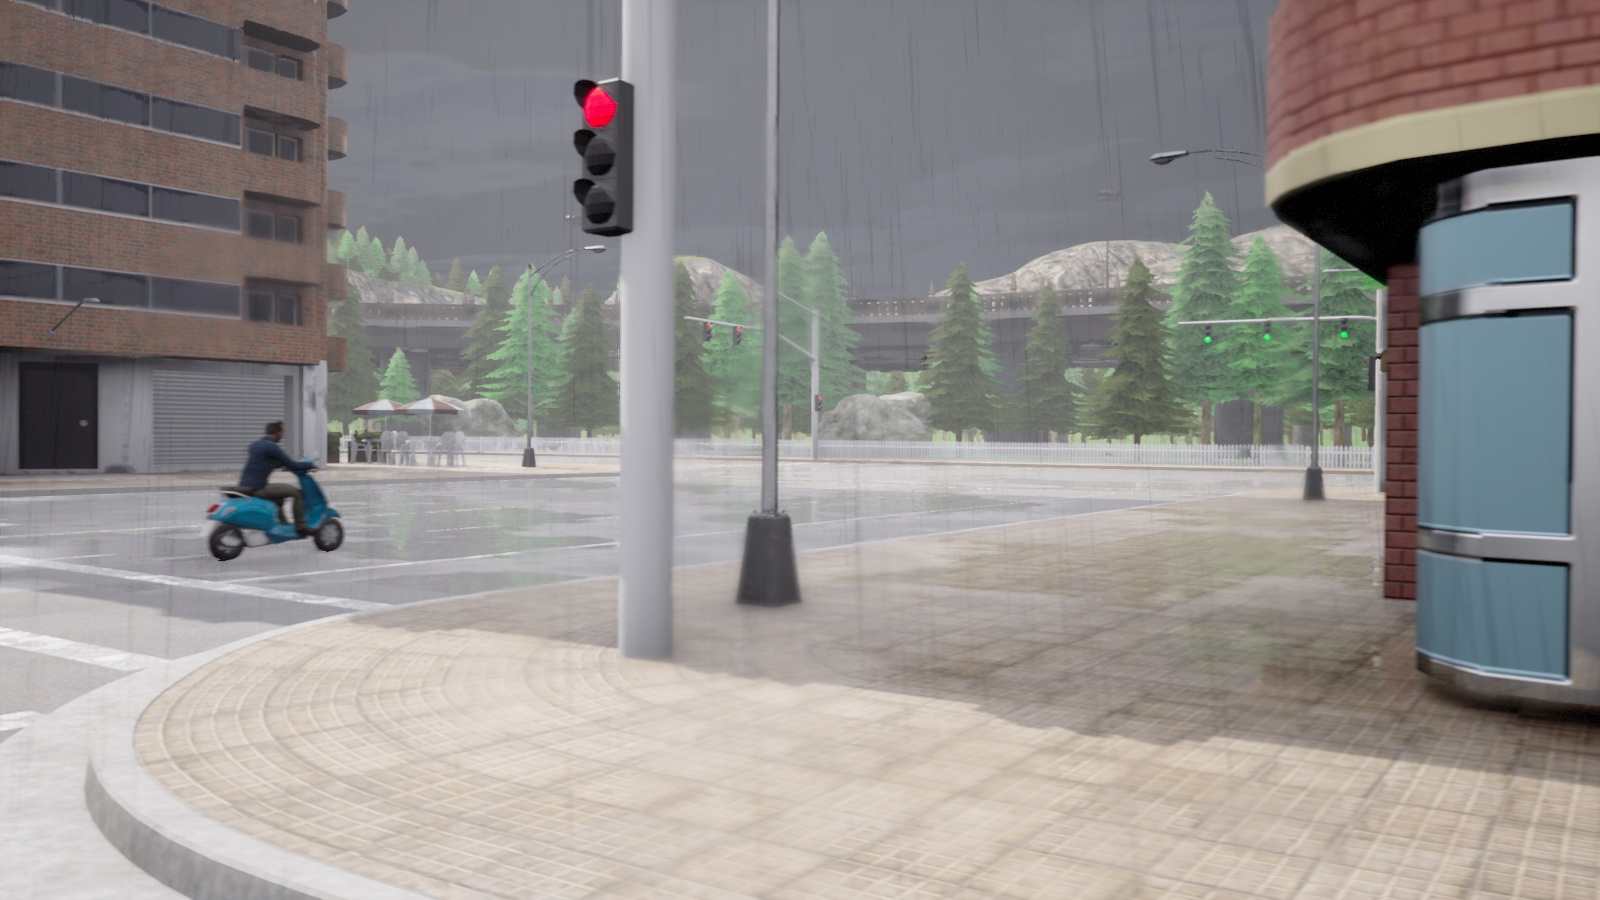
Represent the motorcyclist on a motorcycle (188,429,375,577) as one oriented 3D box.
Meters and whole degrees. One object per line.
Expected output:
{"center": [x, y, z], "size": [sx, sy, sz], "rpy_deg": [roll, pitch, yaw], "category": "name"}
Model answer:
{"center": [-5.983, 0.562, 14.584], "size": [0.866, 1.590, 1.817], "rpy_deg": [0, 1, 34], "category": "motorcyclist on a motorcycle"}
